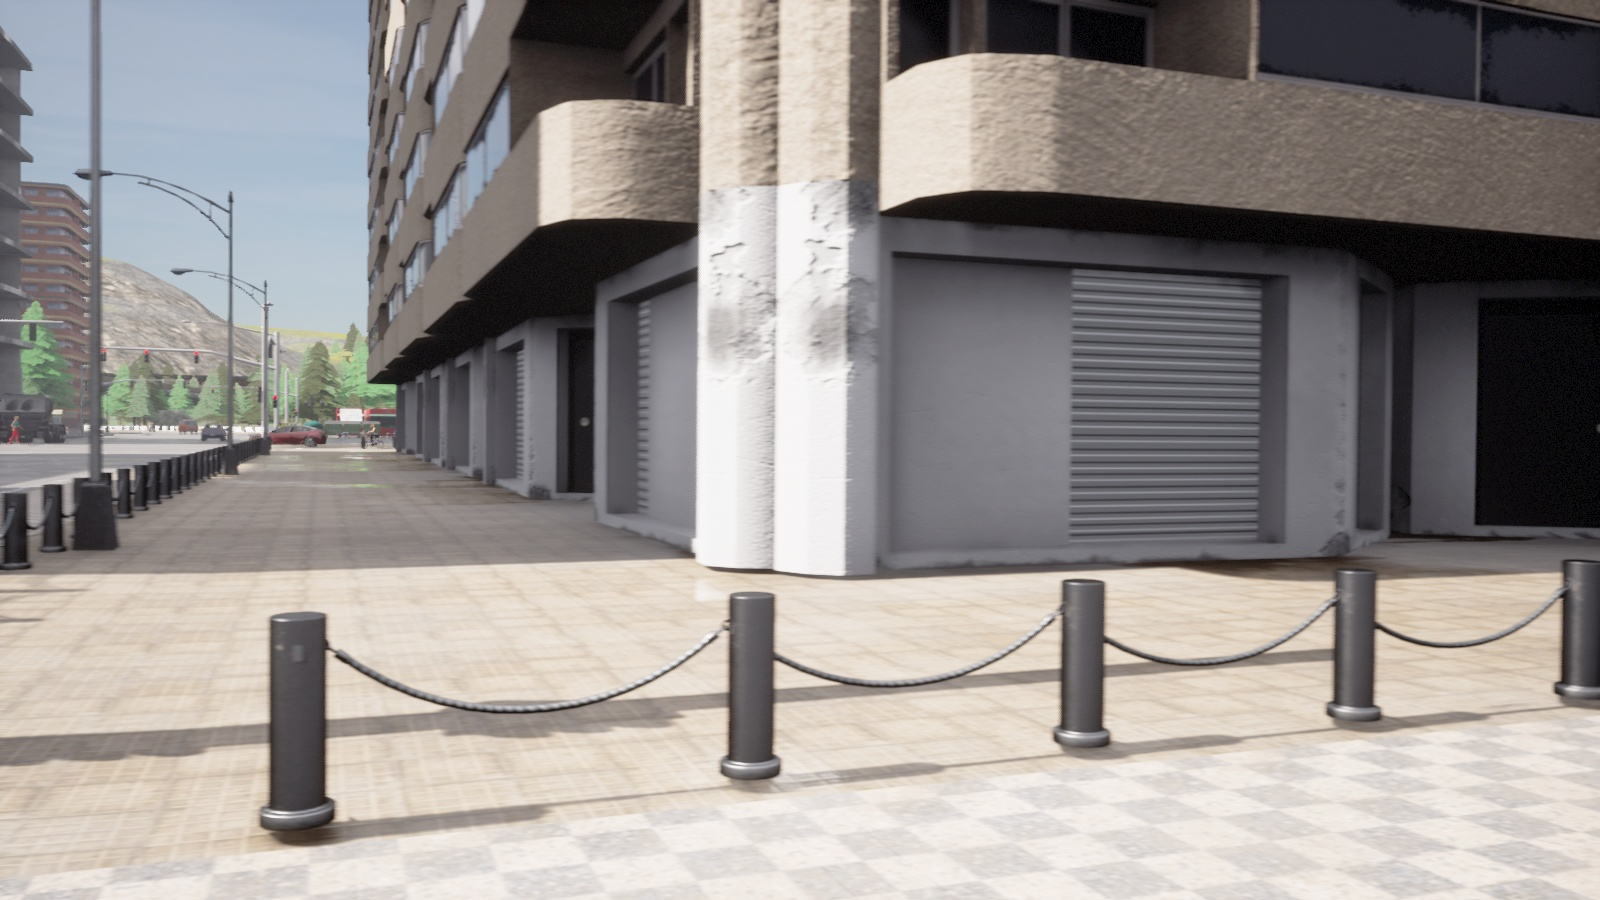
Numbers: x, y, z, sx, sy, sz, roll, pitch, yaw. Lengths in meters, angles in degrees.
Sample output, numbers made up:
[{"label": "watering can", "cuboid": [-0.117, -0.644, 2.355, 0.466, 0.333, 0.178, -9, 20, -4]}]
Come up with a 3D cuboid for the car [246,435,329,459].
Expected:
[{"label": "car", "cuboid": [-33.443, -0.193, 82.085, 4.792, 1.488, 2.163, -1, 1, -16]}]
